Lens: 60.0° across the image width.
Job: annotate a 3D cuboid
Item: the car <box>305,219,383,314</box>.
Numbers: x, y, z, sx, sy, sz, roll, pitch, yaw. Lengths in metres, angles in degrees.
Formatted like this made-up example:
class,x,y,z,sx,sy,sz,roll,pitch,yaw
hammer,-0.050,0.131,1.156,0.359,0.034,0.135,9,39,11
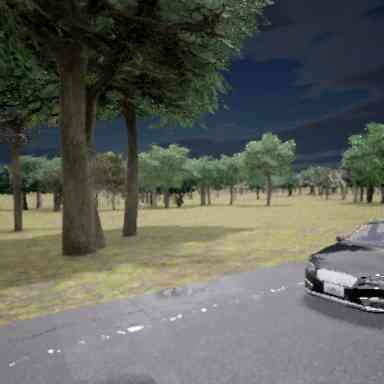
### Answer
class,x,y,z,sx,sy,sz,roll,pitch,yaw
car,4.414,1.341,7.008,4.902,1.511,2.128,-1,1,-34
